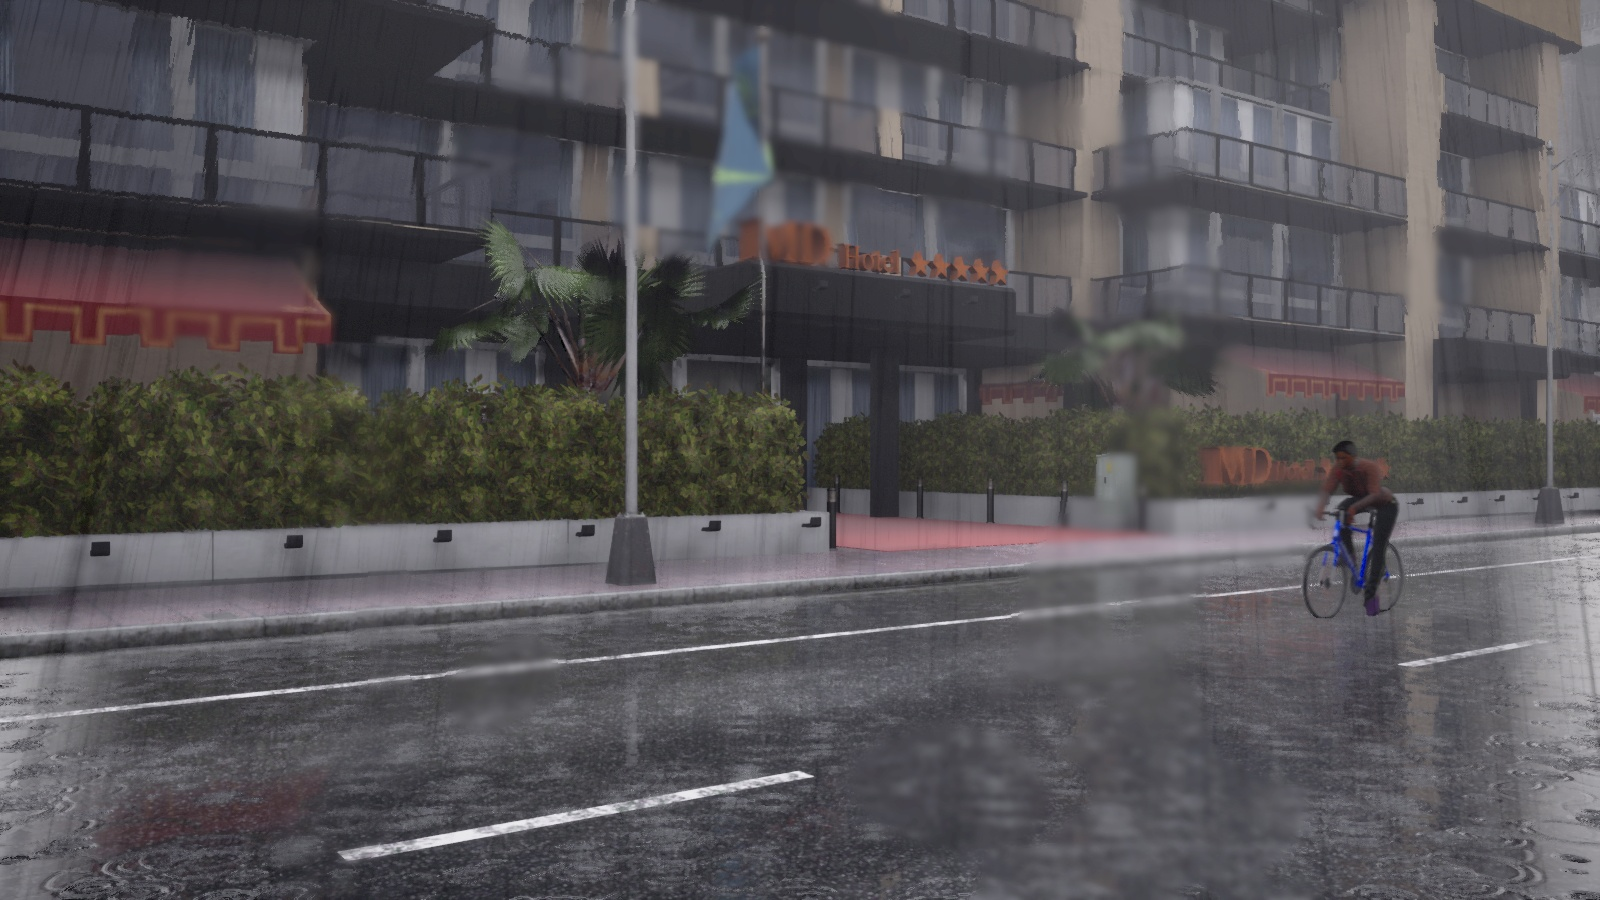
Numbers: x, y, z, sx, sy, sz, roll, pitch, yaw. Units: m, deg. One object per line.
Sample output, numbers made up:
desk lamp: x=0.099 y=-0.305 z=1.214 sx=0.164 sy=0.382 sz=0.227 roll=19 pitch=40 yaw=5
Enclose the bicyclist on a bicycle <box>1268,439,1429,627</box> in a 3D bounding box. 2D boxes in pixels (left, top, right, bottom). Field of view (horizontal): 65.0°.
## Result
bicyclist on a bicycle: x=5.080 y=0.715 z=11.588 sx=1.656 sy=1.620 sz=0.582 roll=0 pitch=0 yaw=-36
